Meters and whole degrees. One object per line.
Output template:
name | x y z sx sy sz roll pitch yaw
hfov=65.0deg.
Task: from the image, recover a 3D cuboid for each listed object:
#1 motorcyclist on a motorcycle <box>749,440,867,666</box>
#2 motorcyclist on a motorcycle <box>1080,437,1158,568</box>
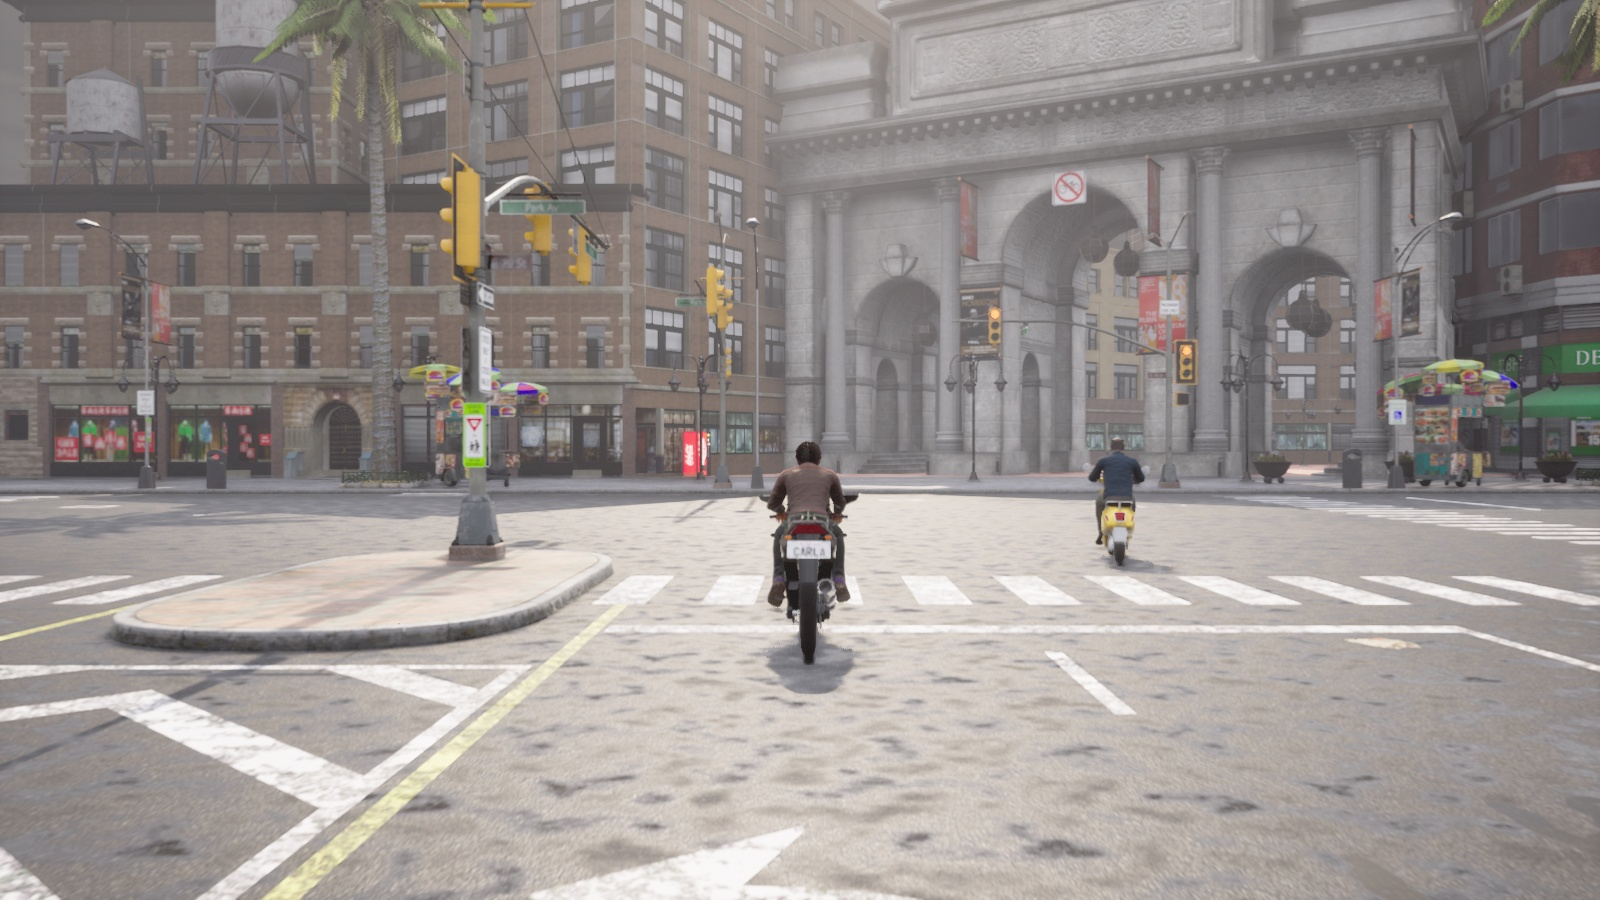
motorcyclist on a motorcycle | 0.064 0.691 9.500 0.797 1.523 2.044 0 0 1
motorcyclist on a motorcycle | 4.117 0.638 16.338 0.866 1.590 1.817 1 0 11
